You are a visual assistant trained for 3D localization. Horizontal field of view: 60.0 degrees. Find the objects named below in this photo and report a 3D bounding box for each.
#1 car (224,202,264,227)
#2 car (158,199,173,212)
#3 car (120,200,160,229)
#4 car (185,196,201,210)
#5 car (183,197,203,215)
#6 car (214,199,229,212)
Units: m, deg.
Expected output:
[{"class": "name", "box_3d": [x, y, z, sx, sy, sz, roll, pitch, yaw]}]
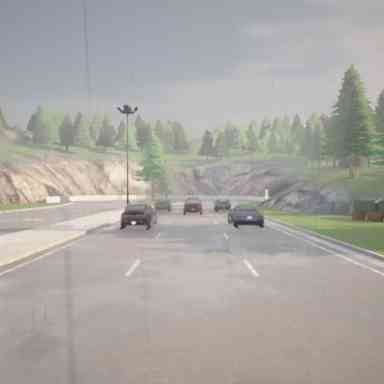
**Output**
[{"class": "car", "box_3d": [3.600, 1.591, 22.778, 1.994, 1.385, 4.181, 0, 0, 0]}, {"class": "car", "box_3d": [-3.386, 1.538, 39.541, 2.128, 1.511, 4.902, 0, 0, 0]}, {"class": "car", "box_3d": [-3.400, 1.531, 21.777, 1.837, 1.490, 4.892, 0, 0, 0]}, {"class": "car", "box_3d": [0.172, 1.404, 43.983, 2.097, 1.767, 4.553, 0, 0, 1]}, {"class": "car", "box_3d": [0.092, 1.519, 34.751, 1.882, 1.535, 5.008, 0, 0, 0]}, {"class": "car", "box_3d": [3.617, 1.538, 39.805, 2.128, 1.511, 4.902, 0, 0, 0]}]
